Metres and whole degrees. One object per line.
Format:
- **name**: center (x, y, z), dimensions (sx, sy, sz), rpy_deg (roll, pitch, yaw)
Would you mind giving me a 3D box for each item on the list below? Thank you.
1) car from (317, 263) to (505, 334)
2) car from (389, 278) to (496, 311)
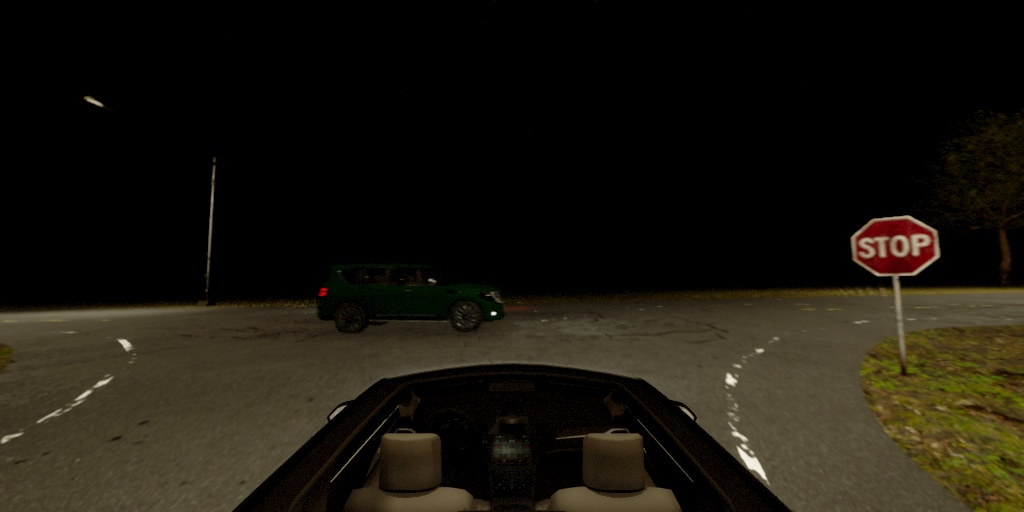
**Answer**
- **car**: center (-3.015, 1.250, 11.134), dimensions (5.566, 2.045, 2.150), rpy_deg (0, -3, 2)
- **car**: center (-3.403, 1.912, 18.134), dimensions (5.008, 1.535, 1.882), rpy_deg (0, -4, 2)
